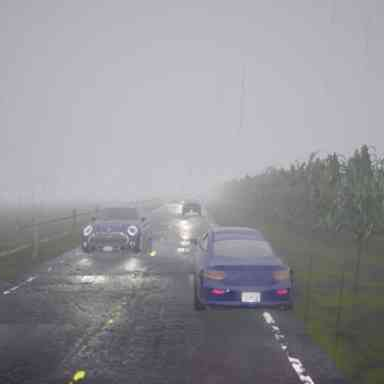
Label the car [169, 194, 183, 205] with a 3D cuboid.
[{"bbox_3d":[-2.981,1.503,57.106,1.837,1.490,4.892,0,0,0],"label":"car"}]

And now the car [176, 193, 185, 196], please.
[{"bbox_3d":[-2.960,1.225,80.880,2.150,2.045,5.566,0,0,0],"label":"car"}]

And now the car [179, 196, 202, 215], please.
[{"bbox_3d":[-0.023,1.503,33.381,1.837,1.490,4.892,0,0,0],"label":"car"}]

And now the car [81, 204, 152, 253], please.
[{"bbox_3d":[-2.886,1.350,13.613,2.097,1.767,4.553,0,0,0],"label":"car"}]

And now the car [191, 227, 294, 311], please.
[{"bbox_3d":[0.943,1.525,7.643,1.812,1.442,4.674,0,0,0],"label":"car"}]
